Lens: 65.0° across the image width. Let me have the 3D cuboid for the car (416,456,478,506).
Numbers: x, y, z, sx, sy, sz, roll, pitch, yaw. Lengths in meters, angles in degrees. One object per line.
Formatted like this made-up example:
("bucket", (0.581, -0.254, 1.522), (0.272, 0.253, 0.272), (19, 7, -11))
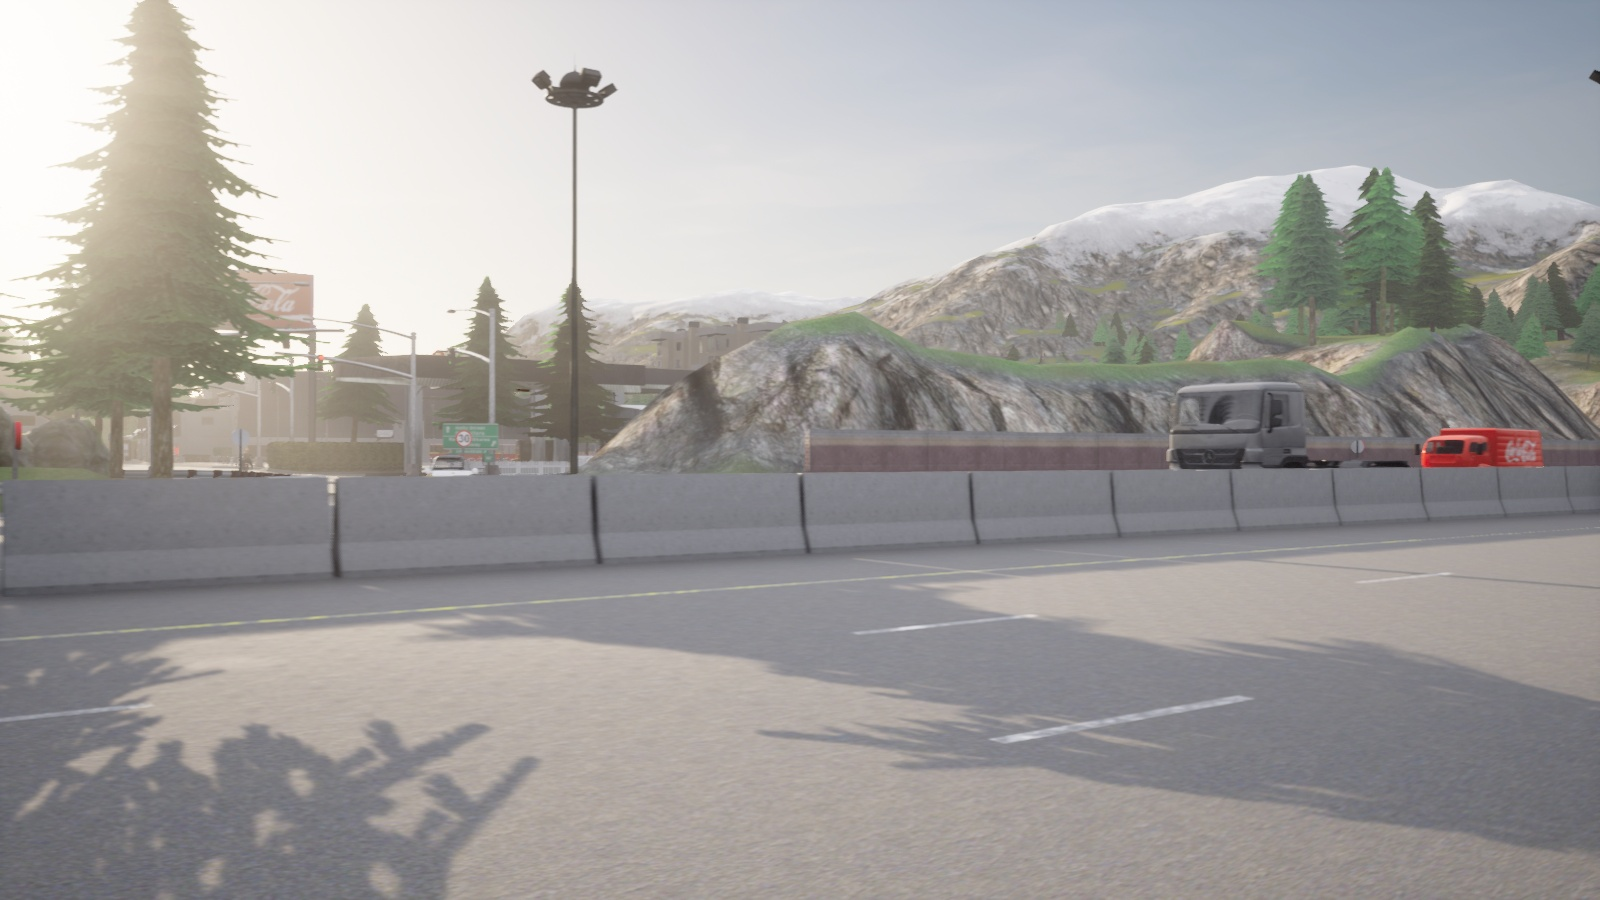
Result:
("car", (-10.192, 0.883, 36.197), (1.481, 1.376, 2.207), (0, -1, -22))

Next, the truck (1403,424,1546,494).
("truck", (25.126, 0.324, 46.731), (5.204, 2.467, 2.627), (0, 0, -35))

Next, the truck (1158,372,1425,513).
("truck", (13.592, -0.181, 34.444), (7.936, 3.462, 2.891), (0, 0, -35))
